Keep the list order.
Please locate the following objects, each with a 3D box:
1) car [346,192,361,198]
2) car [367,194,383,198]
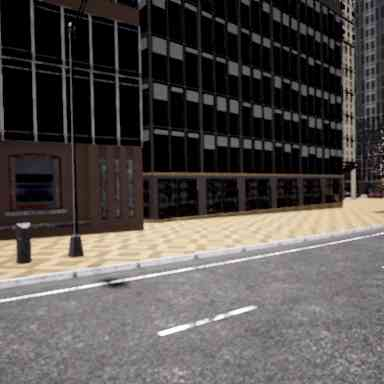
[{"bbox_3d":[35.062,0.631,73.665,1.947,1.339,4.313,-1,1,-40],"label":"car"},{"bbox_3d":[38.705,0.694,69.303,1.802,1.307,4.206,-1,1,-40],"label":"car"}]
